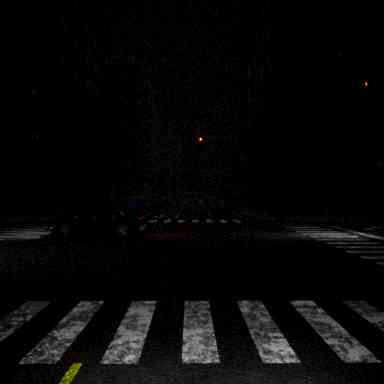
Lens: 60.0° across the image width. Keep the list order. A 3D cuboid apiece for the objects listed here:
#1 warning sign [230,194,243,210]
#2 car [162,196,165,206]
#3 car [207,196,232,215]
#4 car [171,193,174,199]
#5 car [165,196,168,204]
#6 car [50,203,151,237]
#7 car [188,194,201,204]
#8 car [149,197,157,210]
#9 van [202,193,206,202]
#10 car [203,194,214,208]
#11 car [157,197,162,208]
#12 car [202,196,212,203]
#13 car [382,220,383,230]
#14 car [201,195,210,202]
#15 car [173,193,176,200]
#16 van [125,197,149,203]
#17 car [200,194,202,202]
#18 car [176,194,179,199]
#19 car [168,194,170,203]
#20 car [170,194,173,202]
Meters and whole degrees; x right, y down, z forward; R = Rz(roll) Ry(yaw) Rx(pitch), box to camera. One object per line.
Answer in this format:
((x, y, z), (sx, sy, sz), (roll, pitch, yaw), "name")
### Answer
((5.266, 1.118, 39.362), (1.300, 1.860, 1.060), (0, 0, 0), "warning sign")
((-5.604, 1.585, 50.427), (1.802, 1.307, 4.206), (0, 0, 0), "car")
((2.834, 1.442, 33.380), (1.967, 1.590, 4.097), (0, 0, 0), "car")
((-5.488, 1.543, 73.099), (1.887, 1.381, 4.507), (0, 0, 0), "car")
((-5.575, 1.568, 56.095), (1.947, 1.339, 4.313), (0, 0, 0), "car")
((-4.831, 1.503, 17.370), (4.892, 1.490, 1.837), (0, 0, 0), "car")
((0.324, 1.565, 63.753), (1.994, 1.385, 4.181), (0, 0, 0), "car")
((-5.662, 1.443, 39.090), (1.967, 1.590, 4.097), (0, 0, 0), "car")
((2.950, 1.344, 56.057), (1.690, 1.788, 3.998), (0, 0, 0), "van")
((2.892, 1.443, 44.718), (1.967, 1.590, 4.097), (0, 0, 0), "car")
((-5.633, 1.569, 44.758), (1.947, 1.339, 4.313), (0, 0, 0), "car")
((3.009, 1.551, 67.395), (2.008, 1.369, 4.403), (0, 0, 0), "car")
((12.638, 1.508, 17.448), (4.902, 1.511, 2.128), (0, 0, 0), "car")
((3.067, 1.436, 78.734), (1.967, 1.590, 4.097), (0, 0, 0), "car")
((-5.460, 1.522, 78.598), (1.752, 1.417, 4.829), (0, 0, 0), "car")
((-5.692, 1.343, 33.422), (1.690, 1.788, 3.998), (0, 0, 0), "van")
((2.980, 1.527, 61.896), (1.752, 1.417, 4.829), (0, 0, 0), "car")
((-5.401, 1.307, 90.104), (2.192, 1.841, 5.009), (0, 0, 0), "car")
((-5.547, 1.527, 61.593), (1.752, 1.417, 4.829), (0, 0, 0), "car")
((-5.517, 1.566, 67.431), (1.947, 1.339, 4.313), (0, 0, 0), "car")
